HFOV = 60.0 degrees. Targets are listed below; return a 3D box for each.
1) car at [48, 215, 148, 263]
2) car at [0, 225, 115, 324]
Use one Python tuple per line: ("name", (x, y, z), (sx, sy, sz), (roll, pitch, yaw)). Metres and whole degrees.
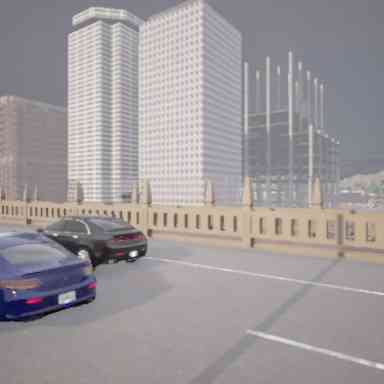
("car", (-3.625, 1.507, 10.818), (4.892, 1.490, 1.837), (0, 0, 36))
("car", (-3.870, 1.528, 6.685), (4.674, 1.442, 1.812), (0, 0, 36))
